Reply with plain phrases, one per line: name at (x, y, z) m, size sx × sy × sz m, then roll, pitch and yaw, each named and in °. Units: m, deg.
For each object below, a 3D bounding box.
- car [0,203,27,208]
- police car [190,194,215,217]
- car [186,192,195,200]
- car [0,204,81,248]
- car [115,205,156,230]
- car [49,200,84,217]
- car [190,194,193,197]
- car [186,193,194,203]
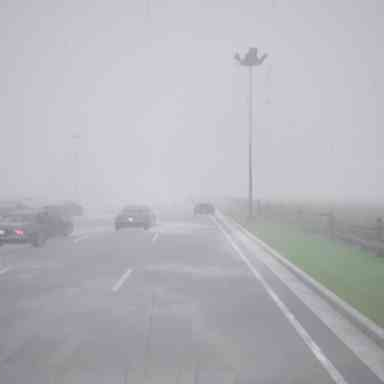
car at (-13.905, 1.501, 26.410) m, size 1.895 × 1.301 × 4.718 m, roll 0°, pitch 0°, yaw 0°
police car at (1.043, 1.311, 30.407) m, size 1.930 × 1.638 × 5.238 m, roll 0°, pitch 0°, yaw 0°
car at (-0.260, 0.918, 78.429) m, size 2.097 × 1.767 × 4.553 m, roll 0°, pitch 0°, yaw 0°
car at (-6.902, 1.492, 14.546) m, size 2.033 × 1.411 × 5.357 m, roll 0°, pitch 0°, yaw 0°
car at (-3.403, 1.487, 20.455) m, size 1.994 × 1.385 × 4.181 m, roll 0°, pitch 0°, yaw 0°
car at (-10.408, 1.374, 27.258) m, size 1.882 × 1.535 × 5.008 m, roll 0°, pitch 0°, yaw 0°
car at (0.992, 1.354, 40.330) m, size 1.837 × 1.490 × 4.892 m, roll 0°, pitch 0°, yaw 0°
car at (-0.181, 1.328, 63.570) m, size 1.994 × 1.385 × 4.181 m, roll 0°, pitch 0°, yaw 0°
